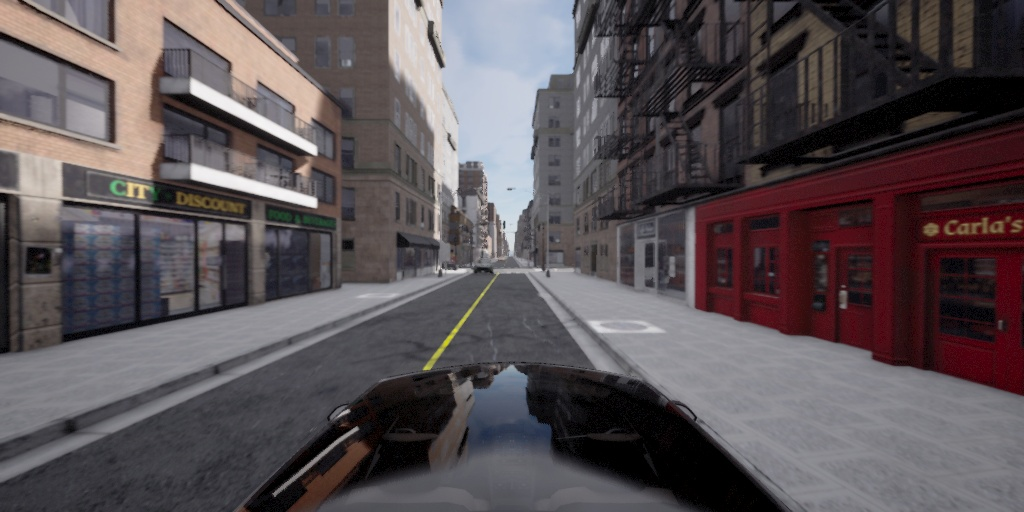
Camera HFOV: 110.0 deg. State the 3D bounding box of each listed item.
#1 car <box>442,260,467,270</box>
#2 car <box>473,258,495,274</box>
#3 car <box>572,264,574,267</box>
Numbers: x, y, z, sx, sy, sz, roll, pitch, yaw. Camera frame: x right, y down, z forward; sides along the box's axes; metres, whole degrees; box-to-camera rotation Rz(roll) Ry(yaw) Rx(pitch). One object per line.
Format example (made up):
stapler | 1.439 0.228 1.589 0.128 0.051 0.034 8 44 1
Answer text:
car | -9.104 1.181 51.050 5.357 1.411 2.033 1 0 0
car | -3.064 1.065 39.832 2.097 1.767 4.553 0 0 0
car | 11.587 1.377 56.602 4.207 1.307 1.802 0 0 0
